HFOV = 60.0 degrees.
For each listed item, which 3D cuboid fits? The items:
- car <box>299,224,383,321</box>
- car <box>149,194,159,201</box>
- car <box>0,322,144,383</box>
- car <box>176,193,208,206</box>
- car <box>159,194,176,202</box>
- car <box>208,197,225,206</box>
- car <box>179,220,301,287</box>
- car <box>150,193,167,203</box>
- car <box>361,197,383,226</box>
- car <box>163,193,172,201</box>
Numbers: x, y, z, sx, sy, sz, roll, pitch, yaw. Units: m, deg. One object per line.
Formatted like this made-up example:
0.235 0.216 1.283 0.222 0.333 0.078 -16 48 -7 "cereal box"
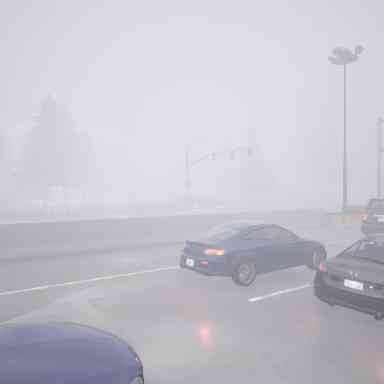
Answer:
4.418 1.564 6.893 4.181 1.385 1.994 0 0 -35 "car"
-9.522 1.355 83.632 2.097 1.767 4.553 0 0 -10 "car"
-2.500 1.526 1.928 4.674 1.442 1.812 0 0 -36 "car"
-0.064 1.221 54.762 2.150 2.045 5.566 0 0 -28 "car"
-4.208 1.601 63.591 1.895 1.301 4.718 0 0 -22 "car"
3.295 1.547 55.813 2.033 1.411 5.357 0 0 -29 "car"
1.833 1.526 9.348 4.674 1.442 1.812 0 0 -35 "car"
-7.275 1.540 72.704 2.033 1.411 5.357 0 0 -18 "car"
9.908 1.223 15.103 5.566 2.045 2.150 0 0 -35 "car"
-6.271 1.225 85.573 2.150 2.045 5.566 0 0 -7 "car"
